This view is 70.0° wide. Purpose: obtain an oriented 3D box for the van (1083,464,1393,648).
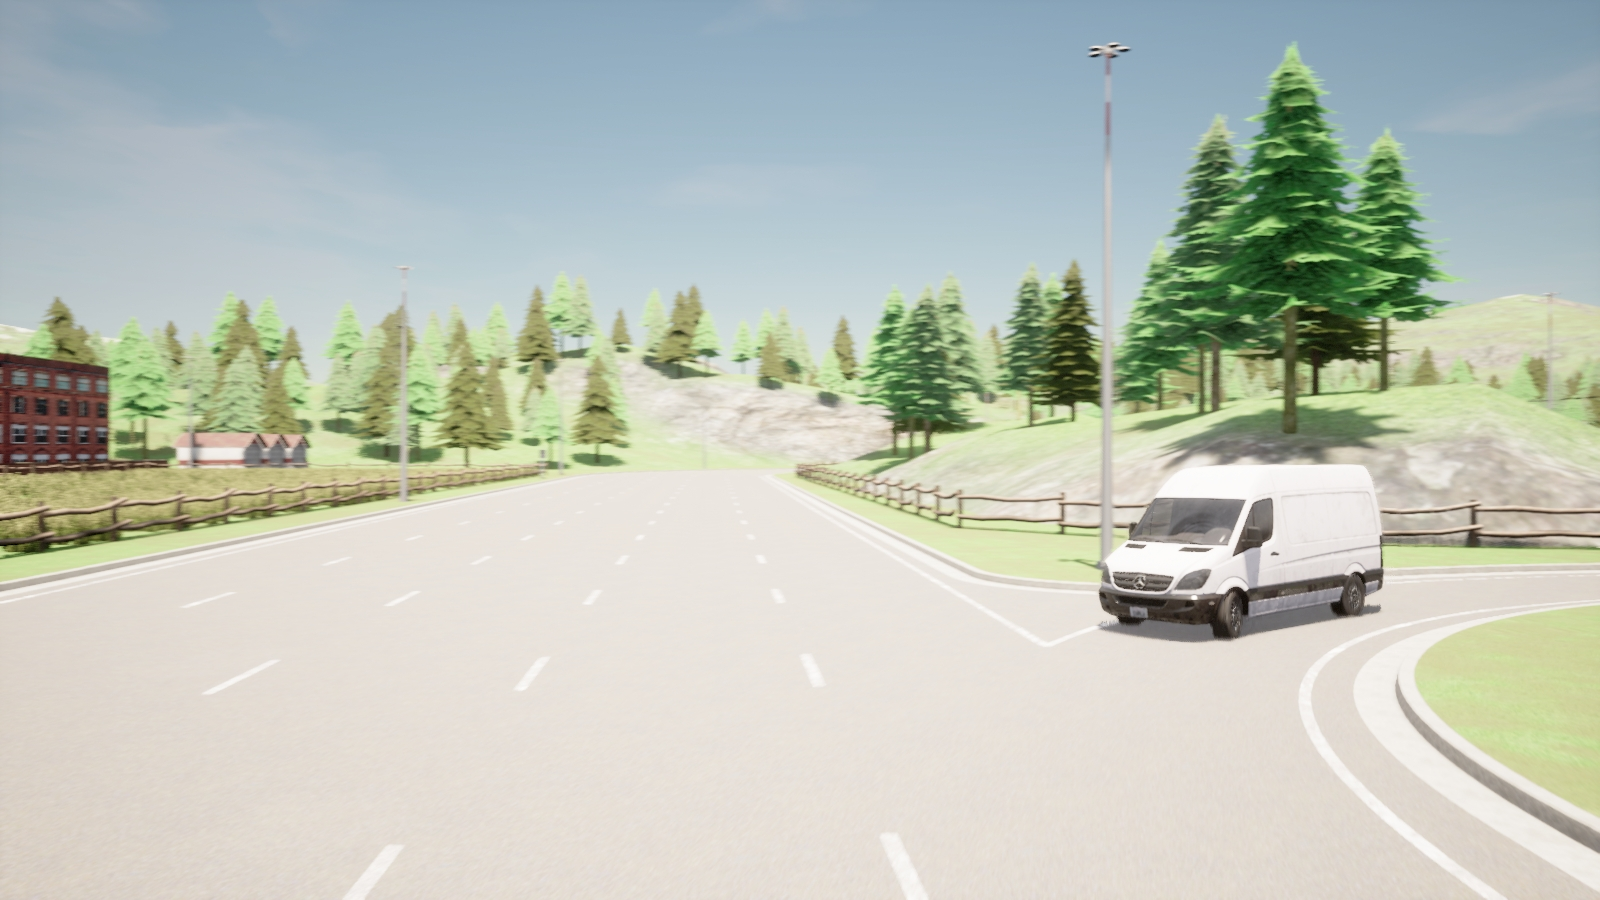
[{"bbox_3d":[7.339,1.540,18.790,5.915,2.561,1.988,0,-1,-38],"label":"van"}]
